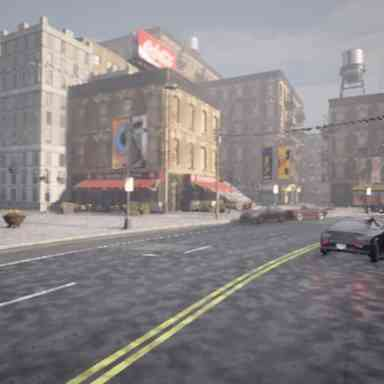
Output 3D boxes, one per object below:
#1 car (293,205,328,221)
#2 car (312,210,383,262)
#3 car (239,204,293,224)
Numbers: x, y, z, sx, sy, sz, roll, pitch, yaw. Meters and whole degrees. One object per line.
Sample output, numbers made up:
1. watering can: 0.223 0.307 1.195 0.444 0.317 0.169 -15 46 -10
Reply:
1. car: 10.258 1.879 30.650 4.718 1.301 1.895 1 0 -32
2. car: 6.435 1.666 12.897 1.812 1.442 4.674 0 0 39
3. car: 5.844 1.738 26.998 4.674 1.452 2.002 1 0 -42
